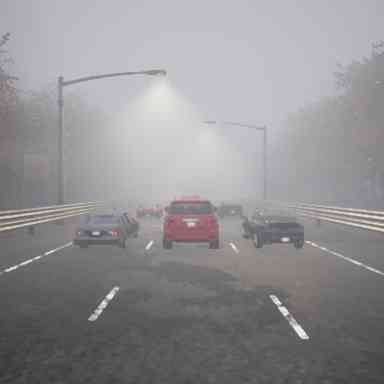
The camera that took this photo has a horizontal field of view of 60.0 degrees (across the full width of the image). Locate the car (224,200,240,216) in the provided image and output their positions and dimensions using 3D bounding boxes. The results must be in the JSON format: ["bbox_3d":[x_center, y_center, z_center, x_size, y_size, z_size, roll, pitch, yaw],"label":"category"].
[{"bbox_3d":[3.324,1.483,29.822,1.882,1.535,5.008,0,0,-1],"label":"car"}]

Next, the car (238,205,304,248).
[{"bbox_3d":[3.456,1.518,14.772,1.837,1.490,4.892,0,0,0],"label":"car"}]

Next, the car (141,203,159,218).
[{"bbox_3d":[-3.675,1.614,29.771,1.895,1.301,4.718,0,0,-1],"label":"car"}]

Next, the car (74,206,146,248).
[{"bbox_3d":[-3.544,1.564,14.731,2.033,1.411,5.357,0,0,0],"label":"car"}]

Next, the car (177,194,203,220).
[{"bbox_3d":[-0.175,1.255,29.811,2.150,2.045,5.566,0,0,-1],"label":"car"}]

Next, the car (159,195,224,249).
[{"bbox_3d":[-0.044,1.259,14.782,2.150,2.045,5.566,0,0,0],"label":"car"}]
